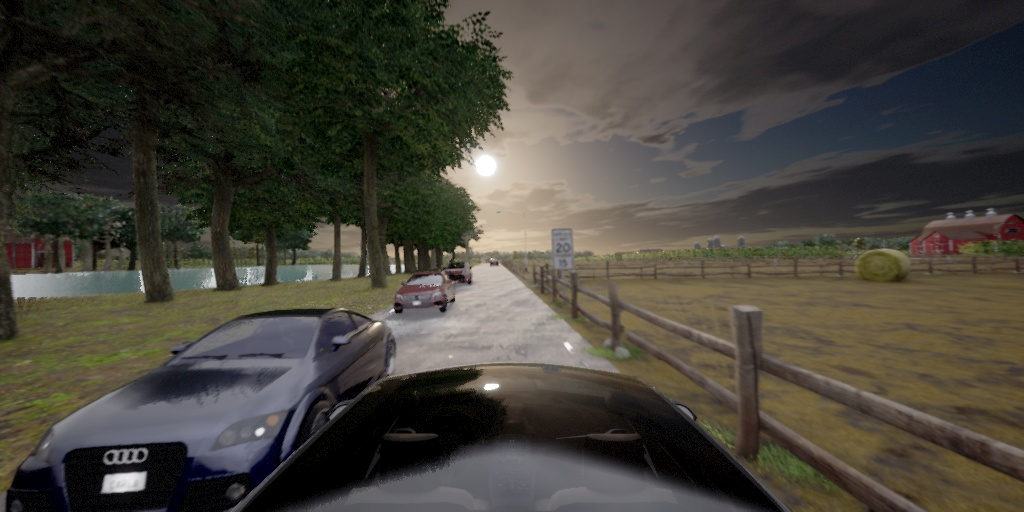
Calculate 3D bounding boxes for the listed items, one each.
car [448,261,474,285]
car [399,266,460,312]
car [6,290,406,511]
[{"bbox_3d":[-4.019,1.192,26.935,2.097,1.767,4.553,-2,0,-4],"label":"car"},{"bbox_3d":[-3.377,1.350,14.596,1.812,1.442,4.674,-2,0,-3],"label":"car"},{"bbox_3d":[-2.852,1.392,4.483,1.994,1.385,4.181,-2,0,-4],"label":"car"}]
